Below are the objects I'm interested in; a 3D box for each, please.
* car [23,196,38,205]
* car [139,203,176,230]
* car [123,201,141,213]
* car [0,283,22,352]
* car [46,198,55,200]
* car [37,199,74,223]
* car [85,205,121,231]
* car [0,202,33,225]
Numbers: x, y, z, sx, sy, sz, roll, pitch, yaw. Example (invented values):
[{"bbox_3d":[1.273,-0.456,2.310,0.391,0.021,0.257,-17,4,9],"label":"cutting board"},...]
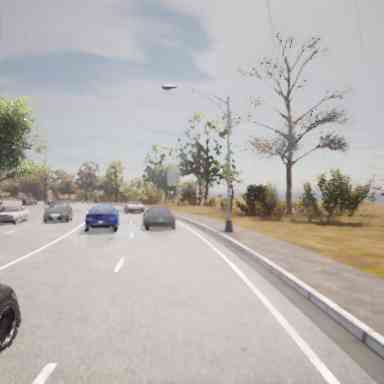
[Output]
[{"bbox_3d":[-30.624,1.616,62.874,2.097,1.767,4.553,0,0,-33],"label":"car"},{"bbox_3d":[-2.264,1.648,22.207,1.994,1.385,4.181,0,0,-11],"label":"car"},{"bbox_3d":[-7.023,1.759,39.769,1.895,1.301,4.718,0,0,-19],"label":"car"},{"bbox_3d":[-3.616,1.589,3.528,1.994,1.385,4.181,0,0,-2],"label":"car"},{"bbox_3d":[-26.827,1.860,63.523,1.895,1.301,4.718,0,0,-33],"label":"car"},{"bbox_3d":[-10.582,1.610,26.606,2.128,1.511,4.902,0,0,-14],"label":"car"},{"bbox_3d":[-5.624,1.567,21.231,1.882,1.535,5.008,0,0,-10],"label":"car"},{"bbox_3d":[-13.777,1.721,25.079,1.895,1.301,4.718,0,0,-14],"label":"car"}]
